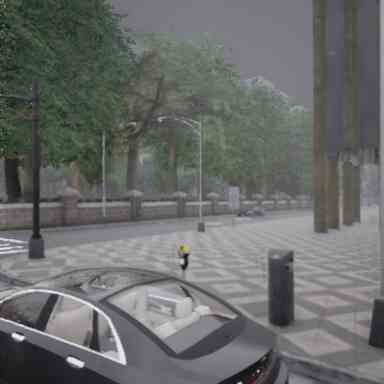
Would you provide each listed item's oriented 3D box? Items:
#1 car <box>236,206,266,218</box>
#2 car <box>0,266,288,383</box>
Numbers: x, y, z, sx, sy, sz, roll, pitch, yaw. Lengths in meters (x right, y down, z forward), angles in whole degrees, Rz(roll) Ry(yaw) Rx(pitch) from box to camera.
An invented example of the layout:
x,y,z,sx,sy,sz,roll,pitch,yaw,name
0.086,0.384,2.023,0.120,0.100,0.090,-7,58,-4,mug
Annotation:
x,y,z,sx,sy,sz,roll,pitch,yaw,name
7.456,2.458,41.678,2.033,1.411,5.357,0,-1,35,car
-1.177,1.565,3.801,4.403,1.369,2.008,0,0,35,car
